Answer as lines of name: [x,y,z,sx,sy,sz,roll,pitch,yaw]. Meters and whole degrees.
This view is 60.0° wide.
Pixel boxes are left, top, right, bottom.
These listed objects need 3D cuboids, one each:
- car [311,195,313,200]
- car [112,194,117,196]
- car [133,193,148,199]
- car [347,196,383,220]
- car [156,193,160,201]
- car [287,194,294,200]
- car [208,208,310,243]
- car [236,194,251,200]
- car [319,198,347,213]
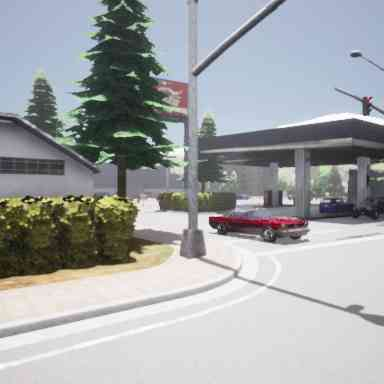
car: [29.296,1.285,86.745,2.007,1.523,4.514,0,0,-36]
car: [-17.421,1.276,75.583,2.007,1.523,4.514,0,0,-36]
car: [-13.588,1.124,87.469,2.152,1.636,5.027,0,0,-36]
car: [15.360,1.292,28.276,3.866,1.878,1.905,0,0,-36]
car: [-5.925,1.070,71.553,1.932,1.855,4.605,0,0,-36]
car: [26.787,1.278,84.861,2.152,1.636,5.027,0,0,-36]
car: [2.879,1.413,15.067,1.895,1.301,4.718,0,0,-36]
car: [12.692,1.276,84.120,1.845,1.501,3.633,0,0,-36]
car: [15.548,1.456,35.406,4.611,1.667,2.242,0,0,-36]
